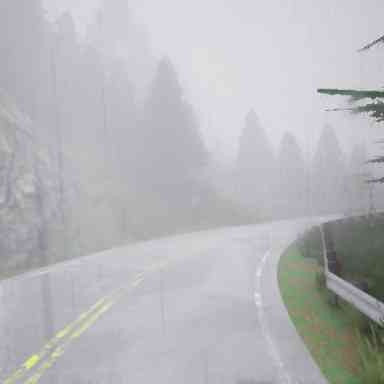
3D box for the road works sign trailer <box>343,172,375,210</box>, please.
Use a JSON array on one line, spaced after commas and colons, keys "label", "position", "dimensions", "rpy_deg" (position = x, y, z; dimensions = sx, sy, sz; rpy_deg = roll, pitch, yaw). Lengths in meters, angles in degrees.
[{"label": "road works sign trailer", "position": [14.339, 0.233, 28.218], "dimensions": [2.880, 3.560, 2.380], "rpy_deg": [-2, -3, -37]}]
